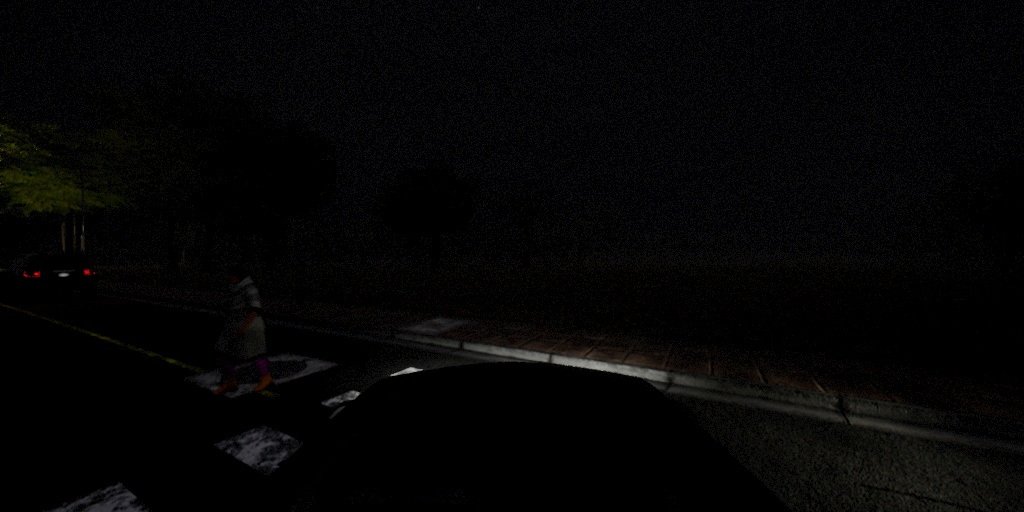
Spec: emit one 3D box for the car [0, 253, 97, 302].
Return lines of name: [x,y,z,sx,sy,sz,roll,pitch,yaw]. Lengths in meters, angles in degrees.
car: [-21.543,0.902,16.630,5.566,2.045,2.150,0,1,29]

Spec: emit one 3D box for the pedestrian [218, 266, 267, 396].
pedestrian: [-3.830,1.024,5.095,0.375,1.860,0.375,0,0,29]
